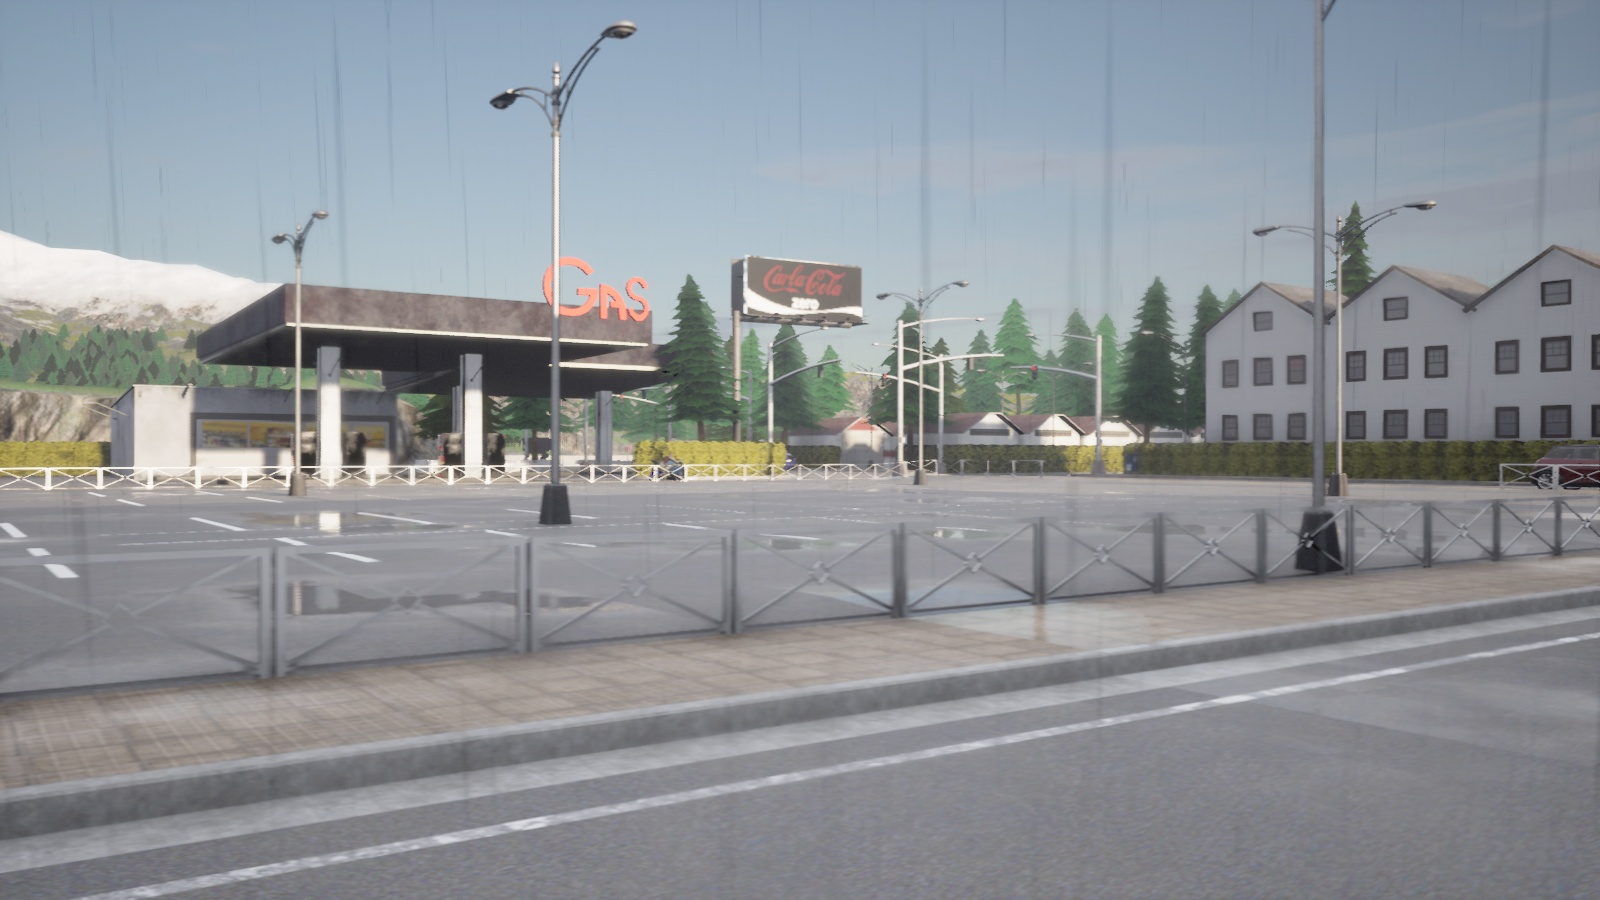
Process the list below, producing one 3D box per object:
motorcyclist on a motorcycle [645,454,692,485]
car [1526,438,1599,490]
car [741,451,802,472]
[{"bbox_3d":[-6.602,0.964,63.250,2.191,1.530,0.866,0,0,-35],"label":"motorcyclist on a motorcycle"},{"bbox_3d":[27.674,0.473,42.846,2.097,1.767,4.553,0,0,-35],"label":"car"},{"bbox_3d":[-2.109,0.813,91.990,2.163,1.488,4.792,-1,1,-34],"label":"car"}]
